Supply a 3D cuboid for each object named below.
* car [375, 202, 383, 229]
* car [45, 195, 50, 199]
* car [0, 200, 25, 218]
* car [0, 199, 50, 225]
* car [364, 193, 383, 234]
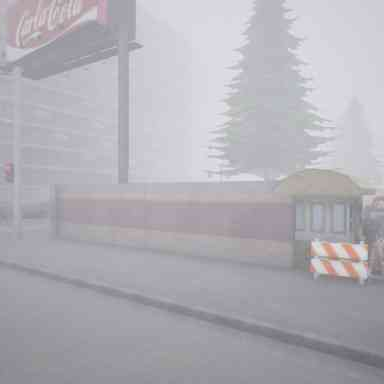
[{"bbox_3d":[12.711,1.338,18.617,4.193,1.474,1.816,0,0,35],"label":"car"},{"bbox_3d":[-12.365,1.221,30.839,2.150,2.045,5.566,0,0,35],"label":"car"},{"bbox_3d":[-17.648,1.503,29.438,1.837,1.490,4.892,0,0,35],"label":"car"},{"bbox_3d":[-12.314,1.490,24.516,2.128,1.511,4.902,0,0,35],"label":"car"},{"bbox_3d":[10.768,1.149,16.564,3.866,1.878,1.905,0,0,35],"label":"car"}]
